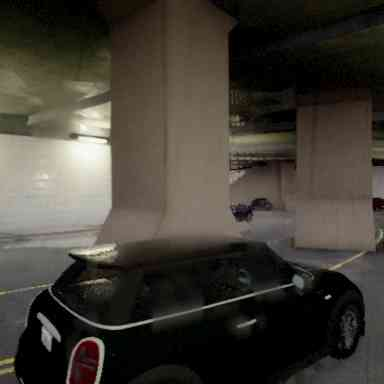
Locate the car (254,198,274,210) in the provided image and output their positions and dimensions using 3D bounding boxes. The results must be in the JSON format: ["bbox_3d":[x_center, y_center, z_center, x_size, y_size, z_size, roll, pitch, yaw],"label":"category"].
[{"bbox_3d":[8.921,1.442,42.560,1.812,1.442,4.674,0,0,-7],"label":"car"}]

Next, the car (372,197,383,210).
[{"bbox_3d":[19.969,1.332,37.068,1.882,1.535,5.008,0,0,1],"label":"car"}]

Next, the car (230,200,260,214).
[{"bbox_3d":[2.764,1.515,23.076,2.033,1.411,5.357,0,0,27],"label":"car"}]

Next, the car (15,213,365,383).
[{"bbox_3d":[0.338,1.348,4.357,4.553,1.767,2.097,0,0,-38],"label":"car"}]
